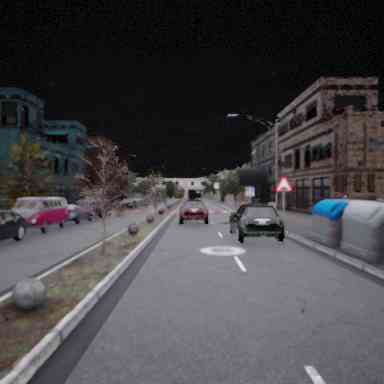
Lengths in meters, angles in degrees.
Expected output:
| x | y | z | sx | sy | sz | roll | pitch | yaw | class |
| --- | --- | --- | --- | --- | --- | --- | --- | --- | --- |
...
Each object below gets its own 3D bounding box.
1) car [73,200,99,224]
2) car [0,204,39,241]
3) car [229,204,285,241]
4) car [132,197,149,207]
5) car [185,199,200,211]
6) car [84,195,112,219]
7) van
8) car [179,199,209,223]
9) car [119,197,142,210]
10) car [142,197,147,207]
| x | y | z | sx | sy | sz | roll | pitch | yaw | class |
| --- | --- | --- | --- | --- | --- | --- | --- | --- | --- |
| -8.856 | 1.564 | 25.109 | 2.002 | 1.452 | 4.674 | 0 | 0 | 0 | car |
| -8.817 | 1.493 | 14.069 | 2.231 | 1.521 | 4.892 | 0 | 0 | 0 | car |
| 3.106 | 1.370 | 16.762 | 2.097 | 1.767 | 4.553 | 0 | 0 | 0 | car |
| -8.976 | 1.690 | 58.241 | 2.231 | 1.521 | 4.892 | 0 | 0 | 0 | car |
| 0.101 | 1.618 | 42.654 | 1.837 | 1.490 | 4.892 | 0 | -1 | 0 | car |
| -8.876 | 1.297 | 30.597 | 2.435 | 2.045 | 5.566 | 0 | 0 | 0 | car |
| -8.836 | 1.279 | 19.467 | 1.878 | 1.987 | 4.442 | 0 | 0 | 0 | van |
| 0.141 | 1.386 | 25.613 | 2.097 | 1.767 | 4.553 | 1 | -1 | 0 | car |
| -8.935 | 1.665 | 47.036 | 2.163 | 1.488 | 4.792 | 0 | 0 | 0 | car |
| -8.955 | 1.664 | 52.594 | 2.231 | 1.521 | 4.892 | 0 | 0 | 0 | car |
